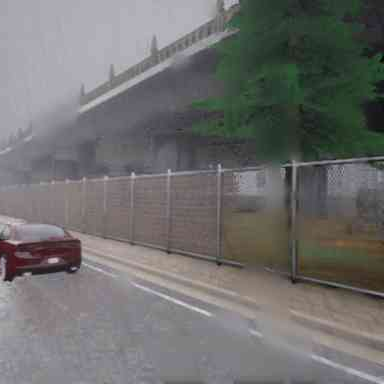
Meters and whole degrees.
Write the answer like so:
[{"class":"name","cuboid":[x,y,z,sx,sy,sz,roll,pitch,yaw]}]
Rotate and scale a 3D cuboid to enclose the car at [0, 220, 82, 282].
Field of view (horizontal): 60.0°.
[{"class":"car","cuboid":[-5.154,1.623,10.451,1.882,1.535,5.008,2,-2,-40]}]
